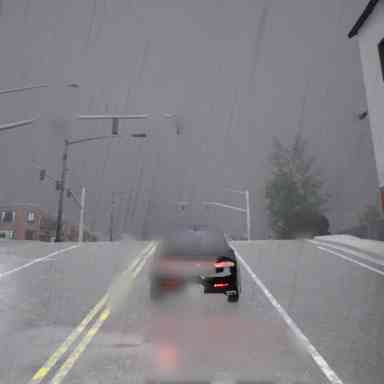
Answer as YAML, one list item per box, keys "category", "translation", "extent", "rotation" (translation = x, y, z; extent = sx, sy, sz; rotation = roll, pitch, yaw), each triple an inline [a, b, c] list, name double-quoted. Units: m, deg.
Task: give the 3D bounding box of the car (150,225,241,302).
- category: "car"
  translation: [0.079, 1.594, 8.501]
  extent: [2.128, 1.511, 4.902]
  rotation: [0, -1, 0]
